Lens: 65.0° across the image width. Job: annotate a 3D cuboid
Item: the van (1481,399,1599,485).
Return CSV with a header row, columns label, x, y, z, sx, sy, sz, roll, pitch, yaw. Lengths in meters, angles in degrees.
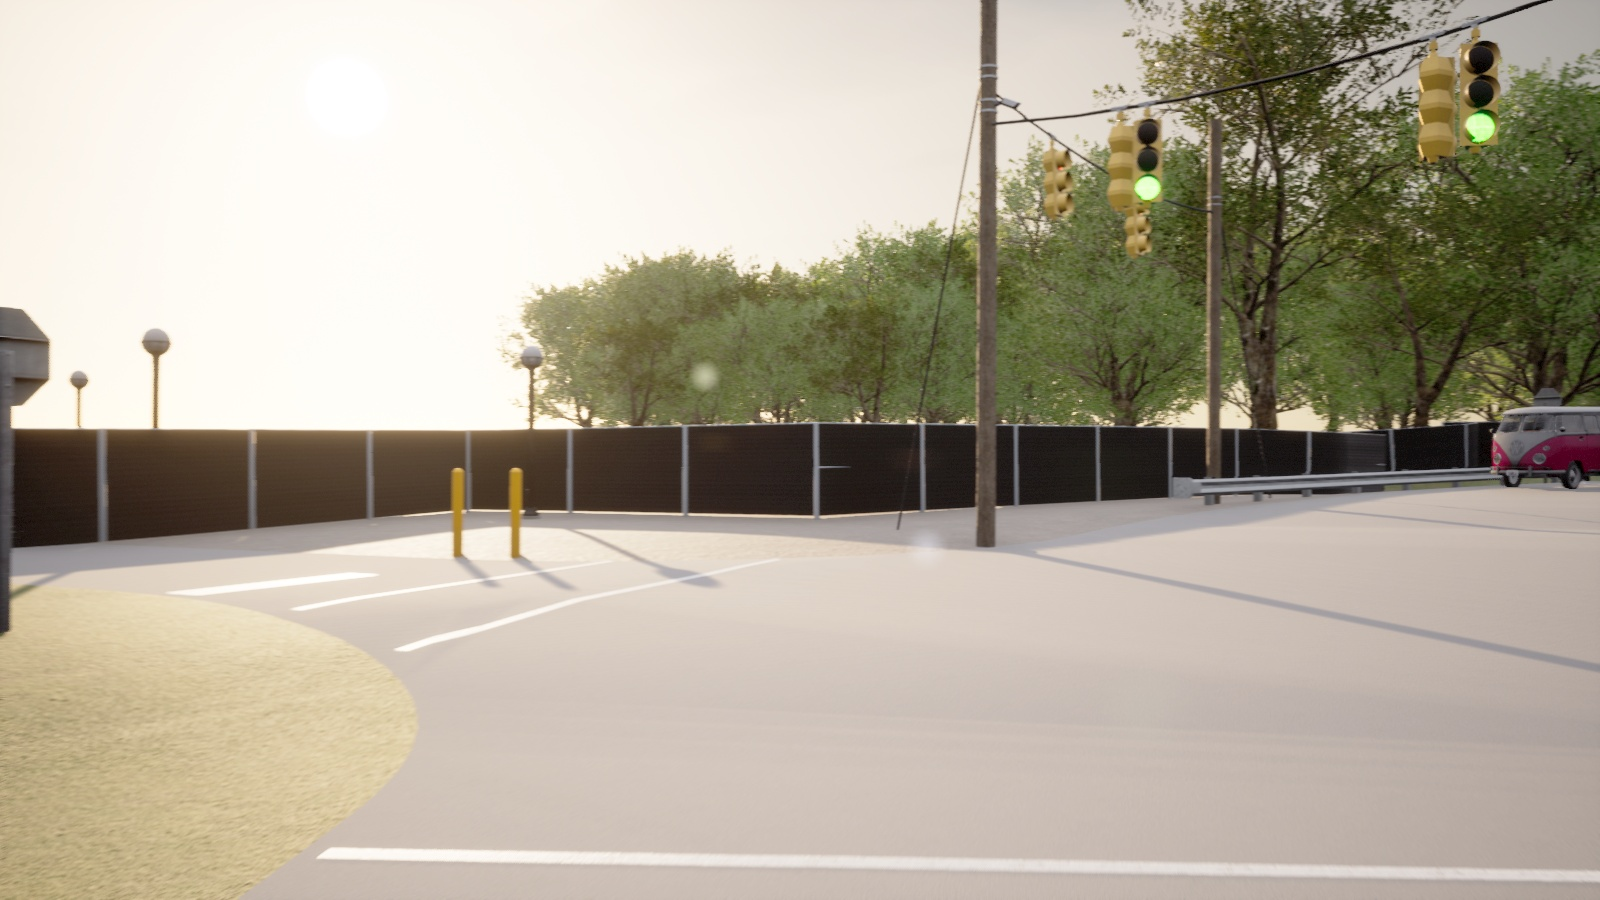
label,x,y,z,sx,sy,sz,roll,pitch,yaw
van,19.078,-0.228,30.988,4.442,1.987,1.775,-2,0,-27
